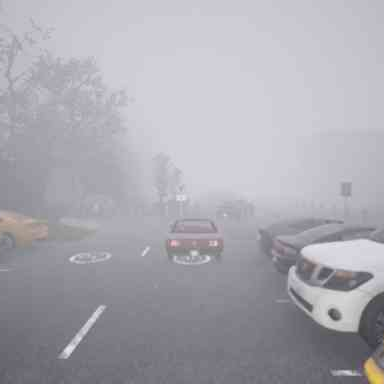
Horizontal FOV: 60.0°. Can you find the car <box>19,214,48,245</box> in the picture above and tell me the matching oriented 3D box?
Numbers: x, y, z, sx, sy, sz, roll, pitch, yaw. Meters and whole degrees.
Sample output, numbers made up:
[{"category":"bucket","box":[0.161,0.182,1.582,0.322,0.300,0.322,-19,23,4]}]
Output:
[{"category":"car","box":[-8.568,1.516,13.643,5.008,1.535,2.097,0,0,0]}]

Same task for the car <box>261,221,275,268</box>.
[{"category":"car","box":[4.515,1.501,8.253,5.008,1.535,2.097,0,0,0]}]

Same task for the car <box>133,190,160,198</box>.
[{"category":"car","box":[-8.943,0.416,65.843,4.892,1.521,2.231,0,2,0]}]

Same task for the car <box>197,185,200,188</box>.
[{"category":"car","box":[4.107,-0.251,82.625,5.008,1.535,2.097,0,3,0]}]

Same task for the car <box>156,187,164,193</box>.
[{"category":"car","box":[-8.778,0.124,74.073,5.366,1.575,1.946,0,2,0]}]

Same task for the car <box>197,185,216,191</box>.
[{"category":"car","box":[4.085,-0.006,74.262,4.553,1.767,2.185,0,2,0]}]

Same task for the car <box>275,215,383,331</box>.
[{"category":"car","box":[4.499,1.242,5.477,5.566,2.045,2.435,0,0,0]}]

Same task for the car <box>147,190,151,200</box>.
[{"category":"car","box":[-8.949,0.781,49.104,4.792,1.488,2.163,0,0,0]}]

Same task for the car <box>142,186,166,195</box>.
[{"category":"car","box":[-9.001,-0.361,79.635,5.566,2.045,2.435,0,3,0]}]

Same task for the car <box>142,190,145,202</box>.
[{"category":"car","box":[-8.913,0.827,43.408,4.674,1.452,2.002,0,0,0]}]

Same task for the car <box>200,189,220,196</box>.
[{"category":"car","box":[4.109,0.045,77.054,4.674,1.452,2.002,0,3,0]}]

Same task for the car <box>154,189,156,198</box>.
[{"category":"car","box":[-9.115,0.678,54.691,5.366,1.575,1.946,0,1,0]}]

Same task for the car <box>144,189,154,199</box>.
[{"category":"car","box":[-9.111,0.718,51.896,5.366,1.575,1.946,0,1,0]}]

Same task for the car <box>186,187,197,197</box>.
[{"category":"car","box":[-0.416,0.340,69.949,2.033,1.411,5.357,0,2,0]}]

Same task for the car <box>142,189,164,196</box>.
[{"category":"car","box":[-8.974,0.013,76.860,5.008,1.535,2.097,0,2,0]}]

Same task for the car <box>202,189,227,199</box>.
[{"category":"car","box":[4.167,0.368,63.127,4.553,1.767,2.185,0,2,0]}]

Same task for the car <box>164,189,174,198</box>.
[{"category":"car","box":[-3.916,0.218,68.005,2.097,1.767,4.553,0,2,0]}]

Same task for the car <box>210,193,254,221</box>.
[{"category":"car","box":[3.281,1.205,24.904,1.837,1.490,4.892,2,4,25]}]

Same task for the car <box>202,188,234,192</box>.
[{"category":"car","box":[4.133,0.645,46.408,4.553,1.767,2.185,0,0,0]}]

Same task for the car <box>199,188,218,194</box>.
[{"category":"car","box":[4.126,-0.361,85.411,4.792,1.488,2.163,0,3,0]}]

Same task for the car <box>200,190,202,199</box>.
[{"category":"car","box":[4.165,0.750,49.188,5.008,1.535,2.097,0,1,0]}]

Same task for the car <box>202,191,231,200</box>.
[{"category":"car","box":[4.174,0.658,57.551,4.792,1.488,2.163,0,1,0]}]

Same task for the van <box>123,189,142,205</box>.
[{"category":"van","box":[-8.779,0.576,40.733,4.442,1.987,1.878,1,0,0]}]

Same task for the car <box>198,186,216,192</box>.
[{"category":"car","box":[4.088,-0.841,93.749,5.008,1.535,2.097,0,3,0]}]

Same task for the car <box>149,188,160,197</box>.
[{"category":"car","box":[-8.934,0.570,60.137,5.008,1.535,2.097,0,1,0]}]

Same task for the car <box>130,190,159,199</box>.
[{"category":"car","box":[-8.939,0.499,62.926,5.008,1.535,2.097,0,2,0]}]

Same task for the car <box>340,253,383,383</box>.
[{"category":"car","box":[4.349,1.484,2.700,5.366,1.575,1.946,0,0,0]}]

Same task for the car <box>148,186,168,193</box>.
[{"category":"car","box":[-9.178,-0.689,90.907,5.366,1.575,1.946,0,3,0]}]

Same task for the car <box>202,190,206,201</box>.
[{"category":"car","box":[4.140,0.815,43.623,4.792,1.488,2.163,0,0,0]}]

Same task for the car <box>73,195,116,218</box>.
[{"category":"car","box":[-7.779,1.033,26.900,2.097,1.767,4.553,1,2,6]}]

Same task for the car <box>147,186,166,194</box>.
[{"category":"car","box":[-9.014,-0.506,85.215,4.553,1.767,2.185,0,3,0]}]

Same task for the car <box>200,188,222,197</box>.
[{"category":"car","box":[4.090,0.101,71.484,4.553,1.767,2.185,0,2,0]}]

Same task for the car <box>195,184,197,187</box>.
[{"category":"car","box":[-0.436,-0.435,81.195,2.097,1.767,4.553,0,3,0]}]

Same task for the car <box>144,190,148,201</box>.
[{"category":"car","box":[-8.918,0.813,46.192,4.674,1.452,2.002,0,0,0]}]

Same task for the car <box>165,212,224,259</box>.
[{"category":"car","box":[0.074,1.634,12.639,1.895,1.301,4.718,0,0,0]}]

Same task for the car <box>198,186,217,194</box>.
[{"category":"car","box":[4.126,0.468,51.979,5.566,2.045,2.435,0,1,0]}]

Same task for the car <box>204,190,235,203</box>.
[{"category":"car","box":[4.203,0.828,40.840,4.792,1.488,2.163,0,0,0]}]

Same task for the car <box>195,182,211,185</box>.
[{"category":"car","box":[4.059,-0.940,90.956,5.566,2.045,2.435,0,3,0]}]

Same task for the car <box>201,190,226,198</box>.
[{"category":"car","box":[4.160,0.442,65.918,4.792,1.488,2.163,0,2,0]}]

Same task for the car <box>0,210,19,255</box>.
[{"category":"car","box":[-8.597,1.384,10.872,4.553,1.767,2.185,0,0,0]}]
